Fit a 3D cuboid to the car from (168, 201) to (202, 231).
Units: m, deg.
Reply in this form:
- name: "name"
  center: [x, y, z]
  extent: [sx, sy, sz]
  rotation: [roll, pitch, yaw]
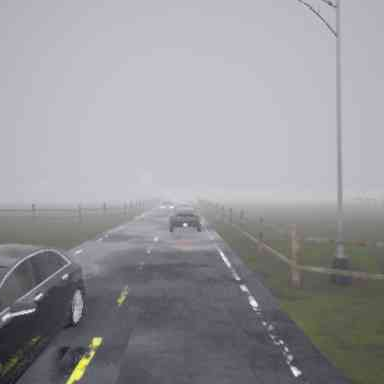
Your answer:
- name: "car"
  center: [-0.445, 1.582, 21.106]
  extent: [1.837, 1.490, 4.892]
  rotation: [-1, 0, -1]

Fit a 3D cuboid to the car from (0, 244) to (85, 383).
- name: "car"
  center: [-2.814, 1.547, 4.254]
  extent: [1.837, 1.490, 4.892]
  rotation: [-1, 0, -2]

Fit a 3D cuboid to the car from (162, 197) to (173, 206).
- name: "car"
  center: [-4.361, 1.709, 59.567]
  extent: [1.882, 1.535, 5.008]
  rotation: [-1, 0, -2]
